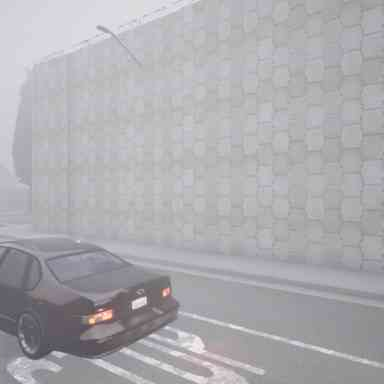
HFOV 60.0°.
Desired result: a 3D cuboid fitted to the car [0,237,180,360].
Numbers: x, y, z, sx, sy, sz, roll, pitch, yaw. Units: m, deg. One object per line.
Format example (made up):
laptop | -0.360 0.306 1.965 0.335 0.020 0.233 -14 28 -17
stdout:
car | -2.760 1.547 5.950 5.357 1.411 2.033 0 0 35
